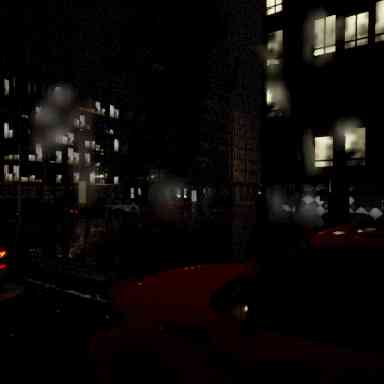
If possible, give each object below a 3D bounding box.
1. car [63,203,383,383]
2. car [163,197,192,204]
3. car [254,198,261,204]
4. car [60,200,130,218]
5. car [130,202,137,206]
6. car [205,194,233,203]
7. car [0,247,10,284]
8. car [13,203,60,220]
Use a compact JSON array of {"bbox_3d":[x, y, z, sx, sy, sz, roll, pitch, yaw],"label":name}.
[{"bbox_3d":[1.668,1.221,2.496,5.566,2.045,2.150,0,0,35],"label":"car"},{"bbox_3d":[-1.913,1.490,43.357,2.097,1.767,4.553,1,0,37],"label":"car"},{"bbox_3d":[12.417,1.745,57.302,2.128,1.511,4.902,1,0,37],"label":"car"},{"bbox_3d":[-8.361,1.643,29.270,2.033,1.411,5.357,1,0,36],"label":"car"},{"bbox_3d":[-7.788,1.619,35.462,1.812,1.442,4.674,1,0,37],"label":"car"},{"bbox_3d":[4.321,1.406,51.689,2.150,2.045,5.566,1,0,37],"label":"car"},{"bbox_3d":[-6.238,1.522,8.109,4.674,1.442,1.812,0,0,35],"label":"car"},{"bbox_3d":[-12.930,1.617,28.526,1.994,1.385,4.181,1,0,37],"label":"car"}]
